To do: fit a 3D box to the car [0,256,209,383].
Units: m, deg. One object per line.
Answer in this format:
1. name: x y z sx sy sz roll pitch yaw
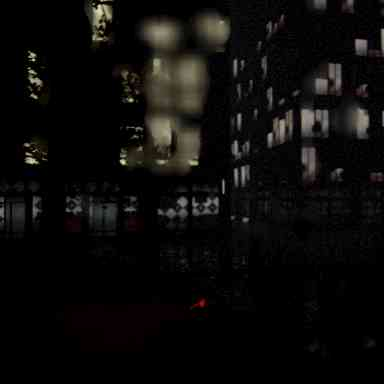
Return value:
1. car: -1.861 1.705 4.892 4.181 1.385 1.994 0 -1 -11
